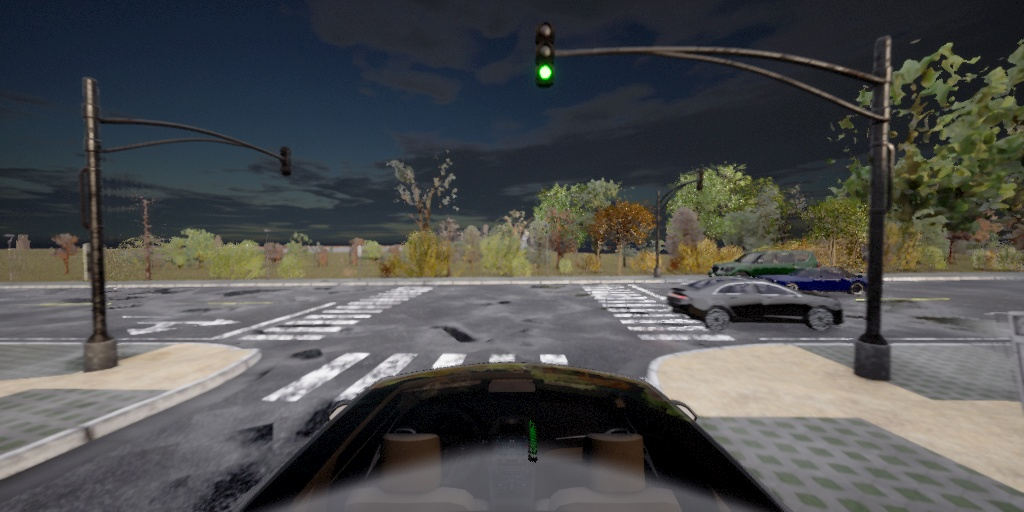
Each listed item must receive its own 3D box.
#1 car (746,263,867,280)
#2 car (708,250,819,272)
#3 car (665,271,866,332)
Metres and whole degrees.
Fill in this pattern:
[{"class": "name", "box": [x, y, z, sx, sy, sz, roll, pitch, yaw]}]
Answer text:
[{"class": "car", "box": [14.514, 1.206, 17.395, 4.718, 1.301, 1.895, -1, 2, 4]}, {"class": "car", "box": [14.434, 0.719, 20.642, 5.566, 2.045, 2.150, -1, 2, 4]}, {"class": "car", "box": [7.413, 1.418, 11.219, 4.902, 1.511, 2.128, -1, 2, 4]}]
